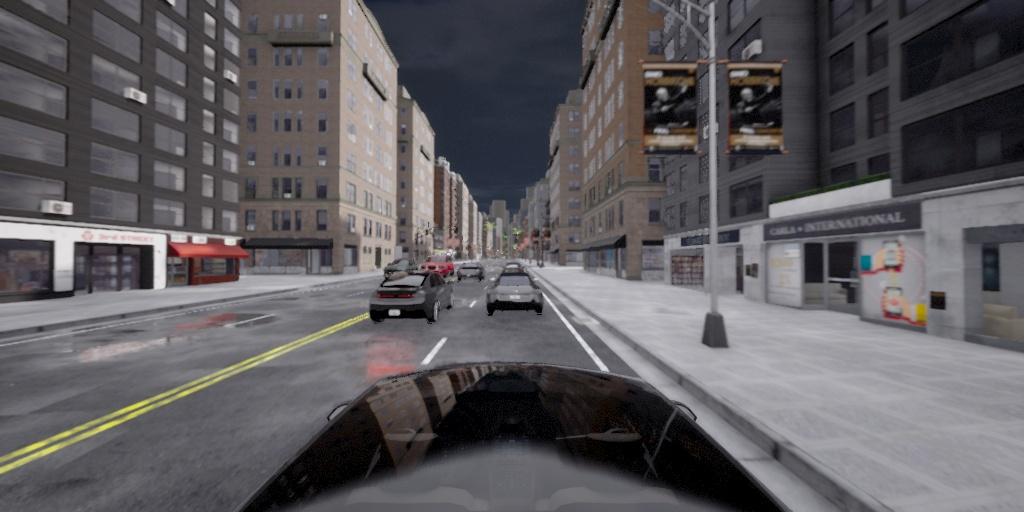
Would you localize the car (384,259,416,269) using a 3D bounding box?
[{"bbox_3d":[-9.834,1.073,32.032,2.097,1.767,4.553,0,0,0],"label":"car"}]

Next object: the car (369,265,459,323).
[{"bbox_3d":[-3.156,1.252,12.055,1.837,1.490,4.892,0,1,0],"label":"car"}]

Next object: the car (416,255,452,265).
[{"bbox_3d":[-6.587,0.944,32.113,2.150,2.045,5.566,0,0,0],"label":"car"}]

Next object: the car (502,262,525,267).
[{"bbox_3d":[0.106,1.250,29.514,1.812,1.442,4.674,0,0,0],"label":"car"}]

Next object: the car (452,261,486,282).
[{"bbox_3d":[-3.147,1.217,28.509,2.128,1.511,4.902,0,0,0],"label":"car"}]

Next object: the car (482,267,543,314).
[{"bbox_3d":[0.099,1.308,13.677,1.994,1.385,4.181,0,0,0],"label":"car"}]
